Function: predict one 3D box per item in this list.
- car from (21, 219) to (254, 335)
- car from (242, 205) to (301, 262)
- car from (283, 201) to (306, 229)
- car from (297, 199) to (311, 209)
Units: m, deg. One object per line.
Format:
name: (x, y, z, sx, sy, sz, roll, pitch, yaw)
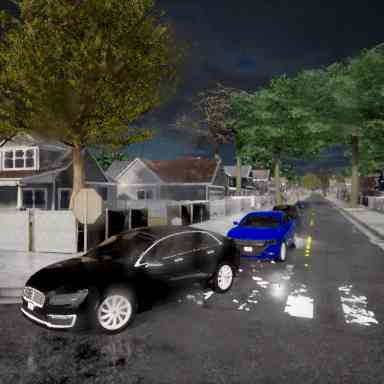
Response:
car: (-0.865, 1.507, 6.937, 1.837, 1.490, 4.892, 0, 0, 42)
car: (2.729, 1.477, 12.474, 1.882, 1.535, 5.008, 0, 0, 24)
car: (5.328, 1.506, 19.061, 1.837, 1.490, 4.892, 0, 0, 21)
car: (15.014, 1.616, 44.947, 1.895, 1.301, 4.718, 0, 0, 21)
